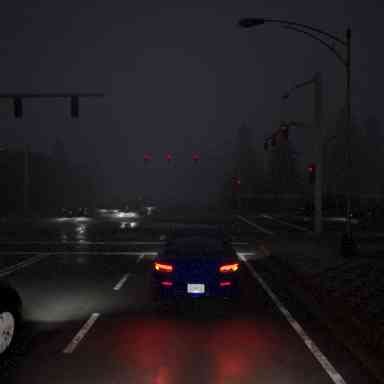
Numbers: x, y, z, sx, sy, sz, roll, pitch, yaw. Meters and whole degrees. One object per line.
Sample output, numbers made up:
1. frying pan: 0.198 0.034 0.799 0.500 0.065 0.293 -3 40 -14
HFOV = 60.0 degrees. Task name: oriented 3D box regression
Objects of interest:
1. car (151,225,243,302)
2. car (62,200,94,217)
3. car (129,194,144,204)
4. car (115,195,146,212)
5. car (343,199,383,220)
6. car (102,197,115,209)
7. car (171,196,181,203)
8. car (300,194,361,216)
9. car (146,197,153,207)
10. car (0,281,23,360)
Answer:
1. car: 0.135 1.526 8.140 1.812 1.442 4.674 0 0 2
2. car: -10.617 1.525 31.401 1.812 1.442 4.674 0 0 0
3. car: -10.544 1.350 63.843 2.097 1.767 4.553 0 0 0
4. car: -7.112 1.491 38.873 2.128 1.511 4.902 0 0 0
5. car: 15.898 1.547 27.652 5.357 1.411 2.033 0 0 0
6. car: -10.620 1.477 44.798 1.882 1.535 5.008 0 0 0
7. car: -3.447 1.477 69.651 1.882 1.535 5.008 0 0 0
8. car: 13.078 1.222 31.153 5.566 2.045 2.150 0 0 0
9. car: -7.111 1.505 51.626 1.837 1.490 4.892 0 0 0
10. car: -3.440 1.505 3.008 1.837 1.490 4.892 0 0 0
